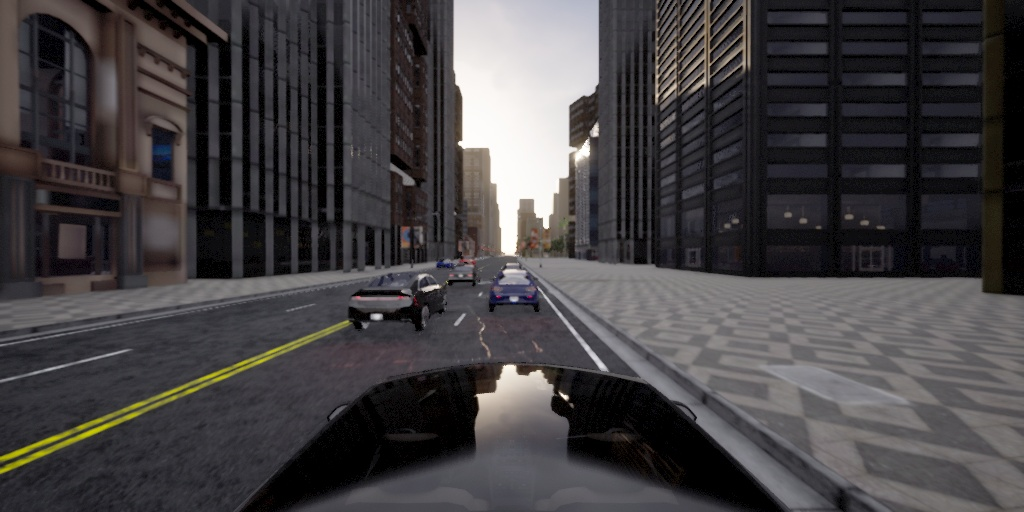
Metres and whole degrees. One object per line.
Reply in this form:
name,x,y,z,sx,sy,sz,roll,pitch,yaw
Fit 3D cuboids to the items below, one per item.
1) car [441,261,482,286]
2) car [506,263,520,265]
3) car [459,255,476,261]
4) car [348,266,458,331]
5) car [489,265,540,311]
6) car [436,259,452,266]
car,-3.206,1.275,25.040,2.033,1.411,5.357,0,0,1
car,0.076,1.285,29.295,1.994,1.385,4.181,0,0,0
car,-6.558,0.882,52.867,2.150,2.045,5.566,0,0,0
car,-3.199,1.234,10.950,2.128,1.511,4.902,0,0,0
car,0.073,1.264,14.271,1.812,1.442,4.674,0,0,0
car,-9.809,1.138,52.493,1.882,1.535,5.008,0,0,0
